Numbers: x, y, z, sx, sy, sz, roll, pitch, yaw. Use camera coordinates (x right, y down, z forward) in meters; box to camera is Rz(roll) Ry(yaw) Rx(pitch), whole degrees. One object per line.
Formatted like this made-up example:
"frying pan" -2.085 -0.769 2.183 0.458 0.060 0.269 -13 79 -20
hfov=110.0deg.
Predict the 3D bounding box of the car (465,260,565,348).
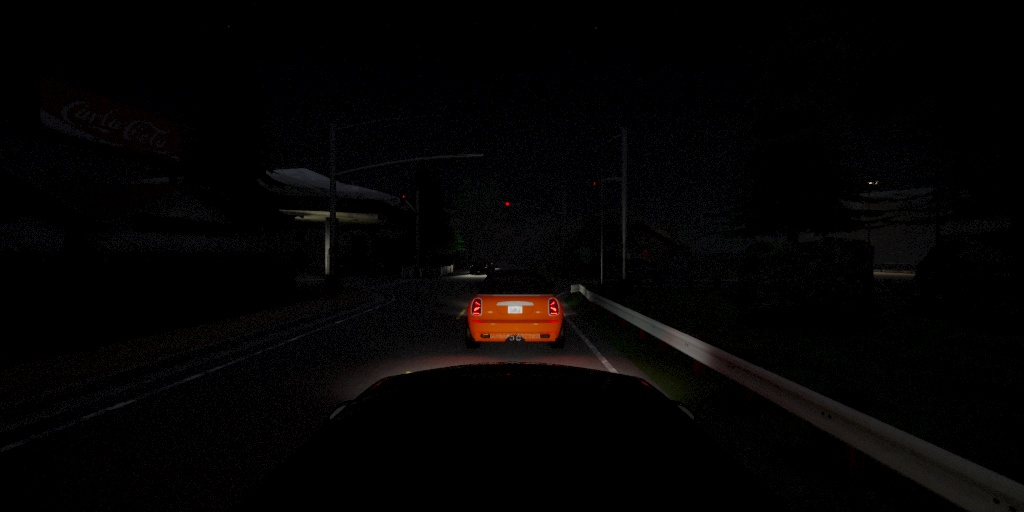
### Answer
"car" 0.079 1.105 9.374 2.097 1.767 4.553 0 0 0

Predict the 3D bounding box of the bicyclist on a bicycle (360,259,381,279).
"bicyclist on a bicycle" -11.754 1.109 29.862 1.656 1.620 0.582 1 -3 -19

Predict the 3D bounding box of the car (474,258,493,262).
"car" -3.570 1.120 40.639 2.097 1.767 4.553 0 0 0
